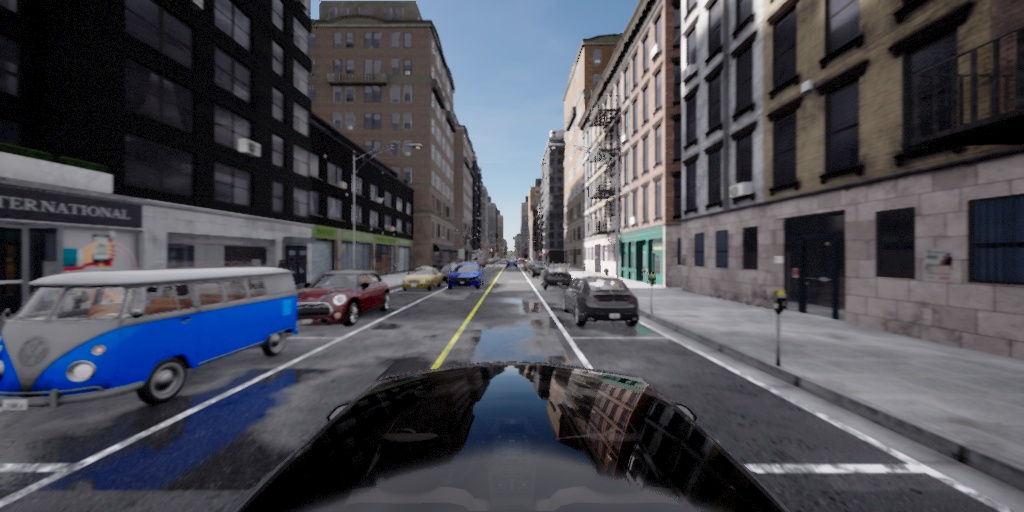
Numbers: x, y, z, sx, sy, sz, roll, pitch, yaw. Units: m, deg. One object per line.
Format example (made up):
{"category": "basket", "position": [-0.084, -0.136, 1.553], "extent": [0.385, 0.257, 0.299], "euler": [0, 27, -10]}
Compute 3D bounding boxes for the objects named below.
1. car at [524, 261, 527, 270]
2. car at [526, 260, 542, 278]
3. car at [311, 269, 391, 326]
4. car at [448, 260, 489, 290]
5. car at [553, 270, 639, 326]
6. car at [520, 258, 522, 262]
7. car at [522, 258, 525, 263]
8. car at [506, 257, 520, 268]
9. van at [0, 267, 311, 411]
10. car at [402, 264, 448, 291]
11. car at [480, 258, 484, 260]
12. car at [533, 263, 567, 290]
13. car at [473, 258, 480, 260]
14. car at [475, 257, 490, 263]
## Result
{"category": "car", "position": [2.633, 1.318, 38.457], "extent": [1.948, 1.339, 4.313], "euler": [0, 0, 0]}
{"category": "car", "position": [2.634, 1.318, 33.044], "extent": [1.948, 1.339, 4.313], "euler": [0, 0, 0]}
{"category": "car", "position": [-5.388, 1.191, 11.401], "extent": [1.967, 1.591, 4.097], "euler": [0, 0, 0]}
{"category": "car", "position": [-2.789, 1.229, 22.718], "extent": [1.882, 1.535, 5.008], "euler": [0, 0, 0]}
{"category": "car", "position": [2.637, 1.302, 11.394], "extent": [2.007, 1.370, 4.403], "euler": [0, 0, 0]}
{"category": "car", "position": [2.630, 1.327, 54.696], "extent": [1.802, 1.307, 4.207], "euler": [0, 0, 0]}
{"category": "car", "position": [2.631, 1.274, 49.453], "extent": [1.751, 1.417, 4.829], "euler": [0, 0, 0]}
{"category": "car", "position": [-0.008, 1.269, 58.972], "extent": [1.812, 1.442, 4.674], "euler": [0, 0, 0]}
{"category": "van", "position": [-5.388, 1.091, 5.989], "extent": [1.690, 1.789, 3.998], "euler": [0, 0, 0]}
{"category": "car", "position": [-5.390, 1.277, 22.057], "extent": [1.751, 1.417, 4.829], "euler": [0, 0, 0]}
{"category": "car", "position": [-5.394, 1.299, 49.291], "extent": [2.007, 1.370, 4.403], "euler": [0, 0, 0]}
{"category": "car", "position": [2.635, 1.302, 22.219], "extent": [2.007, 1.370, 4.403], "euler": [0, 0, 0]}
{"category": "car", "position": [-5.393, 1.302, 43.878], "extent": [2.007, 1.370, 4.403], "euler": [0, 0, 0]}
{"category": "car", "position": [-5.395, 1.057, 60.116], "extent": [2.192, 1.841, 5.009], "euler": [0, 0, 0]}
